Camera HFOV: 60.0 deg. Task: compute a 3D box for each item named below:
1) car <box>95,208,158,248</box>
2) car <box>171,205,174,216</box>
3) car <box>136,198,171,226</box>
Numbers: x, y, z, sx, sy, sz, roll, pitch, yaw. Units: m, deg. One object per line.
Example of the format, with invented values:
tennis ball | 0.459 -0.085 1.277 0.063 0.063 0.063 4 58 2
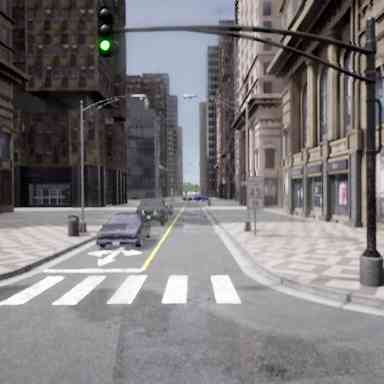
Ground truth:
car | -3.096 1.723 16.126 2.033 1.411 5.357 0 0 0
car | -3.061 1.861 36.675 1.812 1.442 4.674 0 0 0
car | -3.086 1.477 26.346 2.150 2.045 5.566 0 0 0
